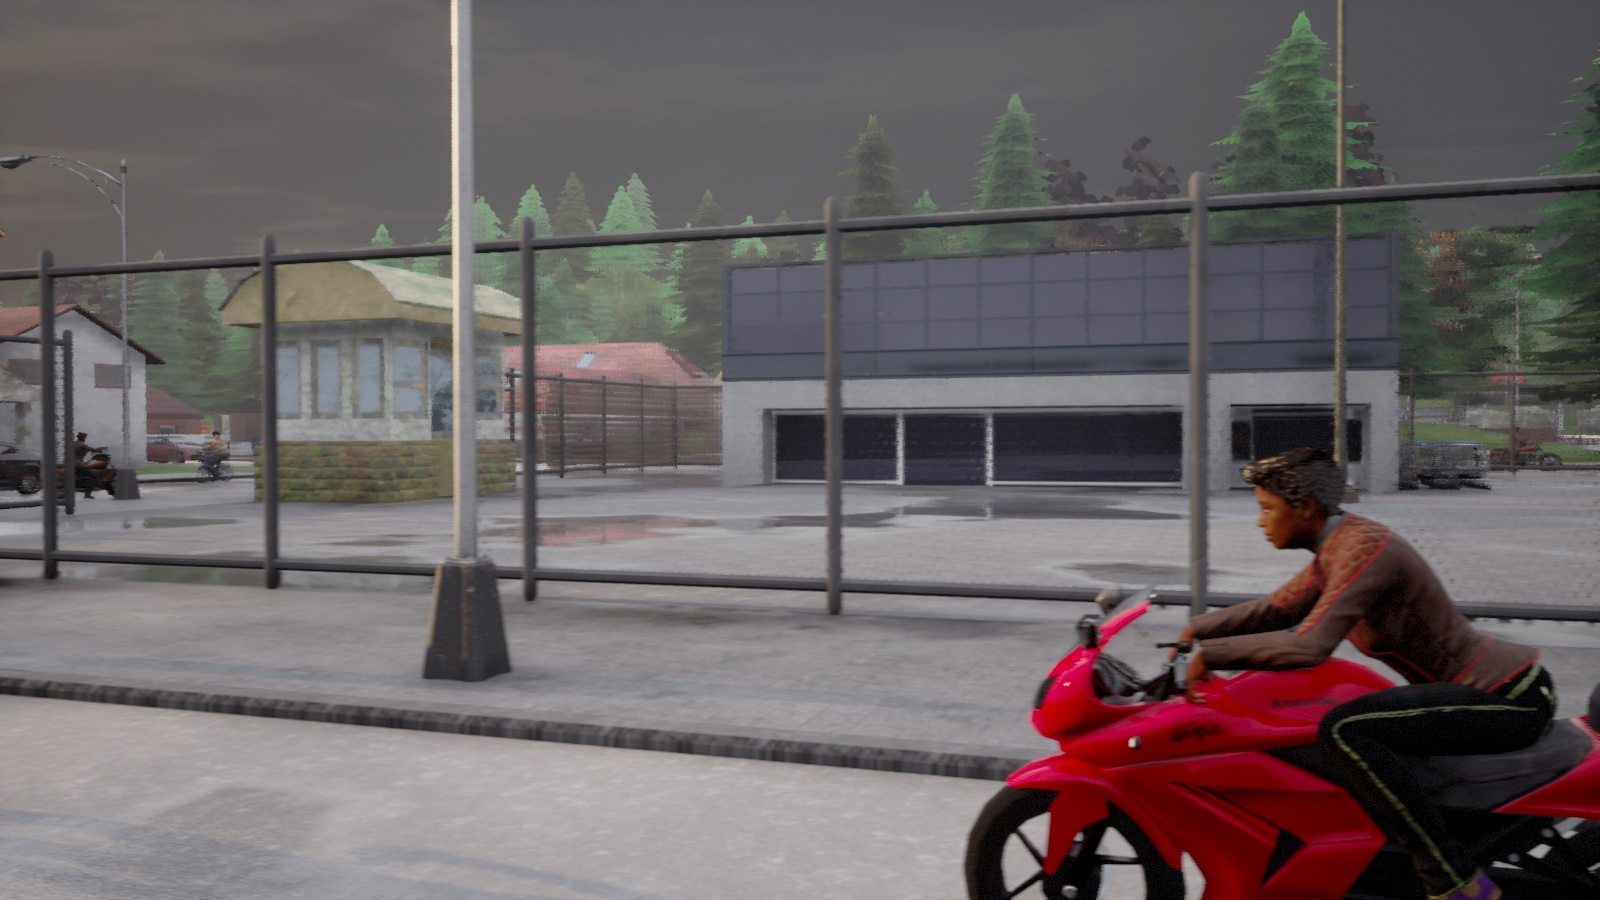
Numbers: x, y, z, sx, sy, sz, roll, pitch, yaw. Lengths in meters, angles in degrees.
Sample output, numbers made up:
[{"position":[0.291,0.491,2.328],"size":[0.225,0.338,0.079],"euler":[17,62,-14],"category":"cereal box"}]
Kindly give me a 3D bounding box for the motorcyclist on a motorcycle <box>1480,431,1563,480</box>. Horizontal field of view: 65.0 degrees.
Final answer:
[{"position":[24.751,0.172,43.118],"size":[2.350,1.649,0.766],"euler":[1,1,18],"category":"motorcyclist on a motorcycle"}]

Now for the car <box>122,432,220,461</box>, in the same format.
[{"position":[-31.212,-0.208,62.340],"size":[4.181,1.385,1.994],"euler":[0,1,19],"category":"car"}]

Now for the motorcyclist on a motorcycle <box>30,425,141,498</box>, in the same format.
[{"position":[-16.960,0.244,29.878],"size":[0.766,1.649,2.350],"euler":[1,1,19],"category":"motorcyclist on a motorcycle"}]

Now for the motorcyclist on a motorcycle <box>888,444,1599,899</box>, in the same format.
[{"position":[1.327,0.762,3.285],"size":[2.044,1.523,0.797],"euler":[1,1,19],"category":"motorcyclist on a motorcycle"}]

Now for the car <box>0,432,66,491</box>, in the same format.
[{"position":[-20.823,0.289,30.953],"size":[1.812,1.442,4.674],"euler":[0,1,19],"category":"car"}]

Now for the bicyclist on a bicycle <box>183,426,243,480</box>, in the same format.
[{"position":[-18.129,0.084,38.786],"size":[0.866,1.612,1.509],"euler":[0,1,19],"category":"bicyclist on a bicycle"}]
